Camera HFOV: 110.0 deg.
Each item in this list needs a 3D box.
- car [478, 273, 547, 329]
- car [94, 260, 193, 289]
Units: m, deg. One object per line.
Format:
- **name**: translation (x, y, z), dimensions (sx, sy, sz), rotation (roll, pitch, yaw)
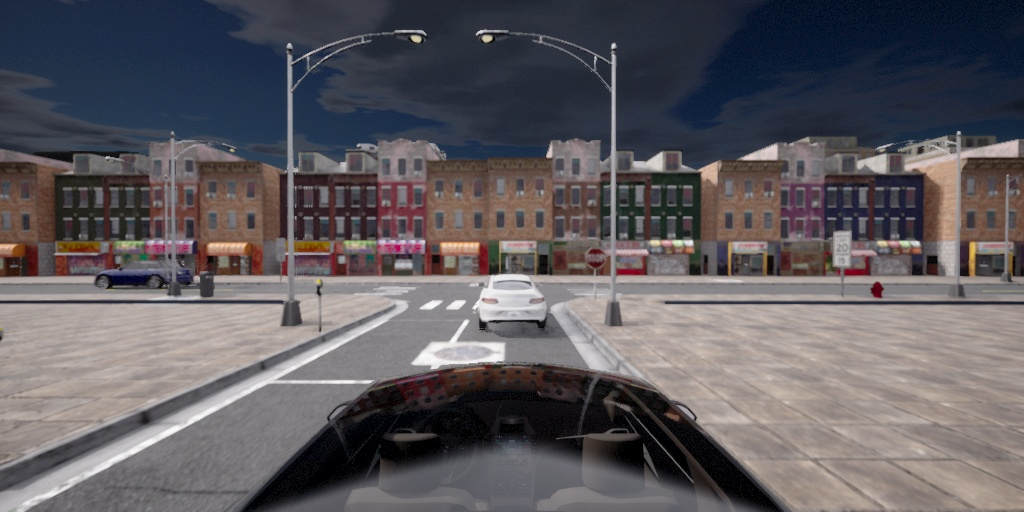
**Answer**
- **car**: translation (-0.059, 1.256, 11.058), dimensions (1.812, 1.442, 4.674), rotation (0, 0, -3)
- **car**: translation (-22.493, 1.051, 21.970), dimensions (4.553, 1.767, 2.097), rotation (0, 1, 0)
